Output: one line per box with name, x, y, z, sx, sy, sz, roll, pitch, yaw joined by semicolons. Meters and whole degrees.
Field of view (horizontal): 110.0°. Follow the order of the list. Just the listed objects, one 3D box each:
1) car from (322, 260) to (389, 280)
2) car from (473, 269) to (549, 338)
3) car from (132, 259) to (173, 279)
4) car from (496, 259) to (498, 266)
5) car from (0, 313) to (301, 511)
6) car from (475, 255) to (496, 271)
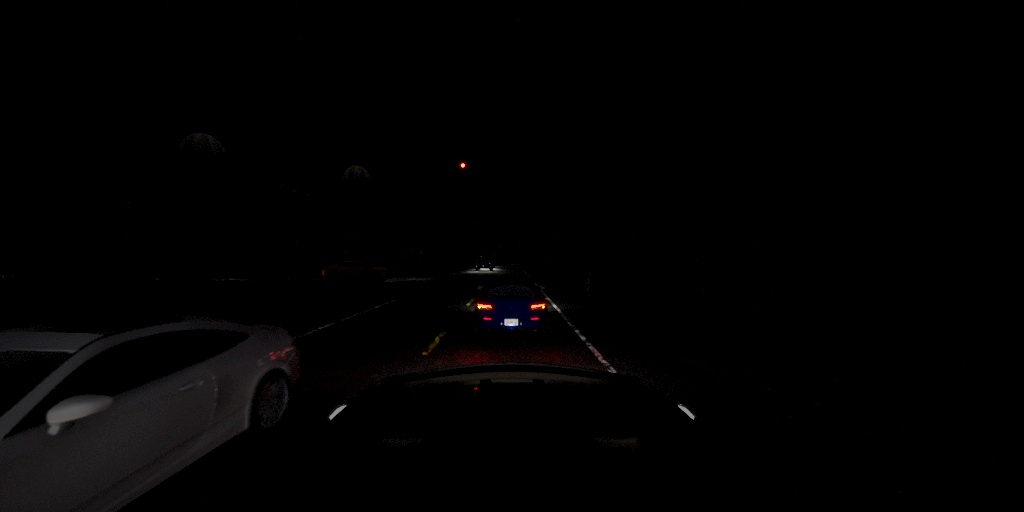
car;-12.648;1.118;29.158;5.008;1.535;1.882;0;1;-10
car;-0.026;1.274;10.086;1.812;1.442;4.674;0;0;0
car;-29.677;0.978;28.294;4.902;1.511;2.128;0;0;-1
car;-3.788;1.299;59.556;1.895;1.301;4.718;0;0;0
car;-3.597;1.275;2.787;1.812;1.442;4.674;0;0;0
car;-3.770;0.934;49.782;2.150;2.045;5.566;0;0;0
